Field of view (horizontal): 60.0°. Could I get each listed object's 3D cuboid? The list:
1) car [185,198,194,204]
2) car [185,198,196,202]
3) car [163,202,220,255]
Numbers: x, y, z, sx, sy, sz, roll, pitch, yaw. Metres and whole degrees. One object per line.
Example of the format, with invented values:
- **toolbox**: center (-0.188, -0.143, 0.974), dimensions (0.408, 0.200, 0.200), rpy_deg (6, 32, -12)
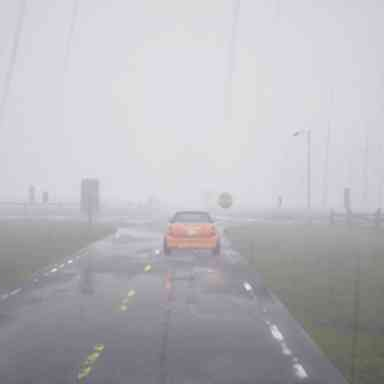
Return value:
- **car**: center (-0.772, 2.318, 86.644), dimensions (1.837, 1.490, 4.892), rpy_deg (0, 0, -6)
- **car**: center (-0.072, 2.268, 74.869), dimensions (2.033, 1.411, 5.357), rpy_deg (0, -1, -2)
- **car**: center (-0.002, 1.487, 14.087), dimensions (2.097, 1.767, 4.553), rpy_deg (0, -1, 0)
